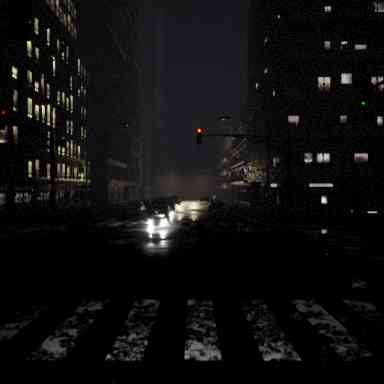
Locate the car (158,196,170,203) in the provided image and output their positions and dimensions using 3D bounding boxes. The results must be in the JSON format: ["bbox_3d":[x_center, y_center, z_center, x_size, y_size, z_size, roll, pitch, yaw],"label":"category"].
[{"bbox_3d":[-5.581,1.516,67.067,1.887,1.381,4.507,-1,0,0],"label":"car"}]

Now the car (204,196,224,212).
[{"bbox_3d":[2.747,1.533,38.779,2.008,1.369,4.403,-1,0,0],"label":"car"}]

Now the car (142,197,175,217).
[{"bbox_3d":[-3.044,1.477,31.121,2.128,1.511,4.902,0,0,0],"label":"car"}]

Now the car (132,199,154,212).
[{"bbox_3d":[-5.633,1.548,38.794,1.947,1.339,4.313,-1,0,0],"label":"car"}]

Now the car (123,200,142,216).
[{"bbox_3d":[-5.644,1.510,32.970,1.752,1.417,4.829,-1,0,0],"label":"car"}]

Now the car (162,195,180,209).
[{"bbox_3d":[-3.019,1.473,41.406,2.128,1.511,4.902,0,0,0],"label":"car"}]

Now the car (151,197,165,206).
[{"bbox_3d":[-5.602,1.521,55.758,1.887,1.381,4.507,-1,0,0],"label":"car"}]

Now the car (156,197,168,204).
[{"bbox_3d":[-5.591,1.556,61.412,1.802,1.307,4.206,-1,0,0],"label":"car"}]

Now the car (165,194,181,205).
[{"bbox_3d":[-2.981,1.329,54.786,2.097,1.767,4.553,0,0,0],"label":"car"}]

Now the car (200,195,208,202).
[{"bbox_3d":[2.808,1.409,72.707,1.967,1.590,4.097,-1,0,0],"label":"car"}]

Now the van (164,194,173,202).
[{"bbox_3d":[-5.563,1.309,78.377,1.690,1.788,3.998,-1,0,0],"label":"van"}]
